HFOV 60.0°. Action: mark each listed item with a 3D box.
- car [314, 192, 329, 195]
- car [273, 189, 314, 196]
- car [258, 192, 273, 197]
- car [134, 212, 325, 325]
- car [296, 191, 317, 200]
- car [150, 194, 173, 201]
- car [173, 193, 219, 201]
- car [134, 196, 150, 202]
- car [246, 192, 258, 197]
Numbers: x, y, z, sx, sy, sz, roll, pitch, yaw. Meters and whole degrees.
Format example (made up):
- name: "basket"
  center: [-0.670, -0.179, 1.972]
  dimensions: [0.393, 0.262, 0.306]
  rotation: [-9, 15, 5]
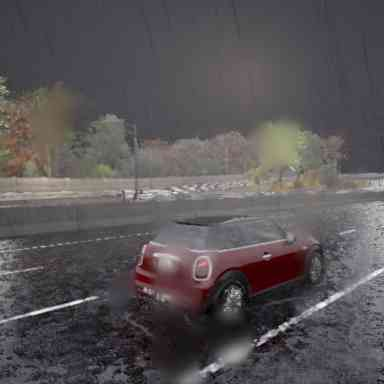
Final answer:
- name: "car"
  center: [23.873, 0.736, 59.656]
  dimensions: [4.718, 1.301, 1.895]
  rotation: [-1, 1, -44]
- name: "car"
  center: [13.686, 0.592, 44.680]
  dimensions: [5.566, 2.045, 2.150]
  rotation: [0, 0, -44]
- name: "car"
  center: [12.135, 0.834, 48.055]
  dimensions: [4.902, 1.511, 2.128]
  rotation: [-1, 1, -44]
- name: "car"
  center: [1.070, 1.237, 7.229]
  dimensions: [4.553, 1.767, 2.097]
  rotation: [-1, 1, -45]
- name: "car"
  center: [21.464, 0.650, 62.192]
  dimensions: [4.674, 1.442, 1.812]
  rotation: [-1, 1, -44]
- name: "car"
  center: [-1.656, 0.947, 34.398]
  dimensions: [4.553, 1.767, 2.097]
  rotation: [-1, 1, -45]
- name: "car"
  center: [0.828, 0.956, 31.932]
  dimensions: [4.553, 1.767, 2.097]
  rotation: [-1, 1, -45]
- name: "car"
  center: [-4.264, 1.063, 36.727]
  dimensions: [4.674, 1.442, 1.812]
  rotation: [2, -1, -45]
- name: "car"
  center: [9.918, 0.834, 50.777]
  dimensions: [4.892, 1.490, 1.837]
  rotation: [-1, 1, -44]
